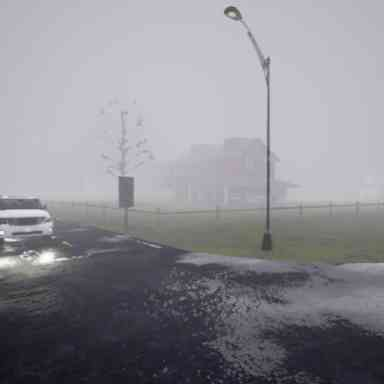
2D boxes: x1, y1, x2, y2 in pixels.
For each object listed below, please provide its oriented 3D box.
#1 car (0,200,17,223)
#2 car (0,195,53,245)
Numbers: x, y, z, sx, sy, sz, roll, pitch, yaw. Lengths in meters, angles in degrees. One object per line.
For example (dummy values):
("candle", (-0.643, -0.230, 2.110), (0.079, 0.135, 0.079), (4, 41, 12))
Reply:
("car", (-14.728, 1.409, 25.011), (2.128, 1.511, 4.902), (0, 0, -35))
("car", (-8.250, 1.170, 15.789), (2.150, 2.045, 5.566), (0, 0, -35))
